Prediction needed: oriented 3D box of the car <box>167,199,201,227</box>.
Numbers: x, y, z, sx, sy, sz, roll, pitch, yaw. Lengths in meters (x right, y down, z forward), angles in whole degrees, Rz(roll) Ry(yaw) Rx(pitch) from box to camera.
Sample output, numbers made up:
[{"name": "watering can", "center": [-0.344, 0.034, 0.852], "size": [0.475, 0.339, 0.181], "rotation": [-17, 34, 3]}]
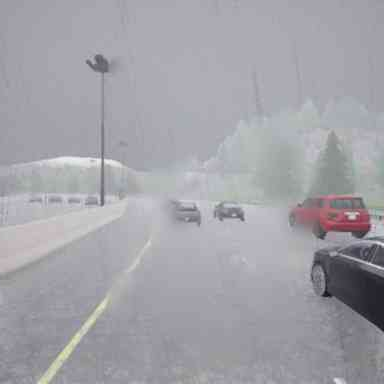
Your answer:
[{"name": "car", "center": [-0.463, 1.439, 22.508], "size": [2.128, 1.511, 4.902], "rotation": [0, 0, -4]}]

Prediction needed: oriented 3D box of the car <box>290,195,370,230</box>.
[{"name": "car", "center": [6.873, 1.181, 17.140], "size": [2.150, 2.045, 5.566], "rotation": [0, 0, -2]}]

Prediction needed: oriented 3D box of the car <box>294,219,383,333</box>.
[{"name": "car", "center": [3.596, 1.478, 5.573], "size": [2.128, 1.511, 4.902], "rotation": [0, 0, 0]}]

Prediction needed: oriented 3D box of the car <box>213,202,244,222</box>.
[{"name": "car", "center": [2.795, 1.466, 25.836], "size": [1.812, 1.442, 4.674], "rotation": [0, 0, -5]}]

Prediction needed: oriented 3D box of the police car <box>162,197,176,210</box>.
[{"name": "police car", "center": [-2.643, 1.409, 41.318], "size": [2.038, 1.542, 4.974], "rotation": [0, 0, -9]}]
